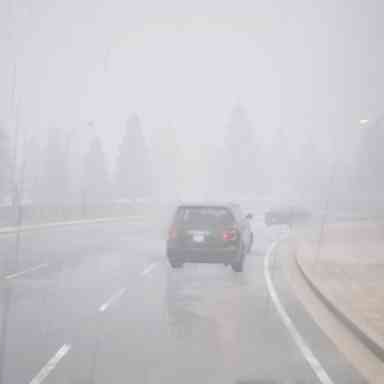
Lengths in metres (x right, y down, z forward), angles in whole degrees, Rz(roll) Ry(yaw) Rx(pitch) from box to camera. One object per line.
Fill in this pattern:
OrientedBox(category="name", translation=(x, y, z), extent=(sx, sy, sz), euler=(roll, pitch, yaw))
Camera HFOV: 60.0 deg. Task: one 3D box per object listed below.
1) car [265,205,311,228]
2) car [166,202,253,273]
OrientedBox(category="car", translation=(7.116, 1.704, 24.408), extent=(1.882, 1.535, 5.008), euler=(-1, -1, 39))
OrientedBox(category="car", translation=(0.807, 1.332, 11.407), extent=(2.150, 2.045, 5.566), euler=(0, 0, 14))
